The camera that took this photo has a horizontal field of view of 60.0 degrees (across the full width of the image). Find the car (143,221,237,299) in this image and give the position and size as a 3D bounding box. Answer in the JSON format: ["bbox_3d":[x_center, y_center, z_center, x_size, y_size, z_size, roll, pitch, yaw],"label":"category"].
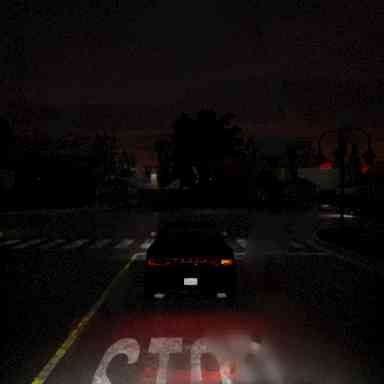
[{"bbox_3d":[-0.071,1.476,8.515,1.882,1.535,5.008,0,0,-1],"label":"car"}]

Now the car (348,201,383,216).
[{"bbox_3d":[17.851,1.565,31.681,5.357,1.411,2.033,0,0,-2],"label":"car"}]
